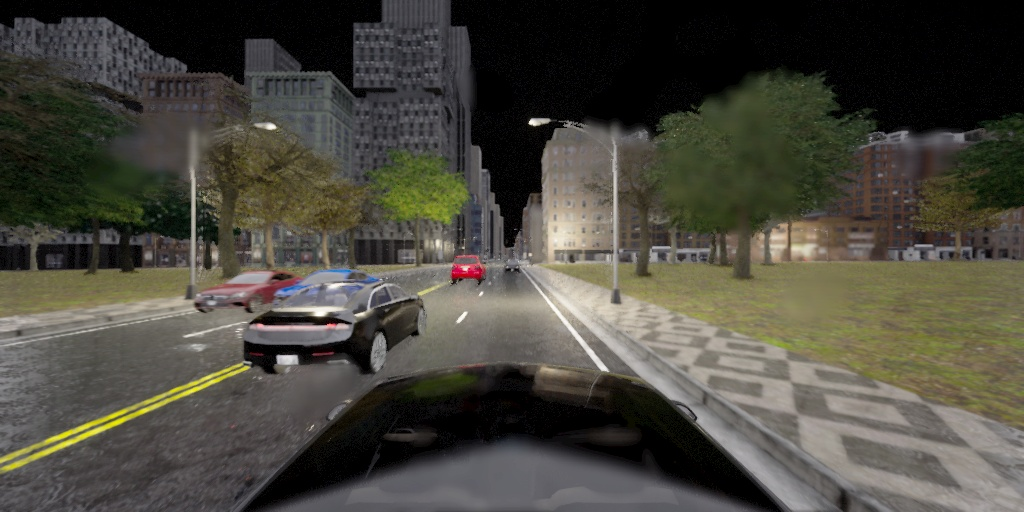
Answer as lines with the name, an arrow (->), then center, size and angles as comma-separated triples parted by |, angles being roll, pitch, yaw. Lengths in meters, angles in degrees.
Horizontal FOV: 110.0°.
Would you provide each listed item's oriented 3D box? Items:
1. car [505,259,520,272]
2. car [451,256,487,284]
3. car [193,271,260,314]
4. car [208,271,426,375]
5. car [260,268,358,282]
car -> 0.066, 1.392, 45.326 | 1.895, 1.301, 4.718 | 0, 0, 1
car -> -3.172, 0.992, 27.016 | 2.150, 2.045, 5.566 | 0, 0, 0
car -> -9.859, 1.292, 14.104 | 1.812, 1.442, 4.674 | 0, 0, 0
car -> -3.153, 1.247, 7.462 | 2.128, 1.511, 4.902 | 0, 0, 0
car -> -6.608, 1.240, 13.344 | 1.882, 1.535, 5.008 | 0, 0, 0
